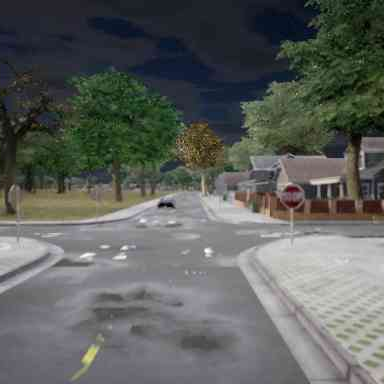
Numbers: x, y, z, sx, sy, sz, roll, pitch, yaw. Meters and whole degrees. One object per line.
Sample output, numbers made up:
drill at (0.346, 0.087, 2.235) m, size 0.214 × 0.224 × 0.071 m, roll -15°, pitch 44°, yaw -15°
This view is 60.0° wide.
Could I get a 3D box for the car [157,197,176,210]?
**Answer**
car at (-2.760, 1.230, 36.917) m, size 1.895 × 1.301 × 4.718 m, roll 0°, pitch 1°, yaw 0°
